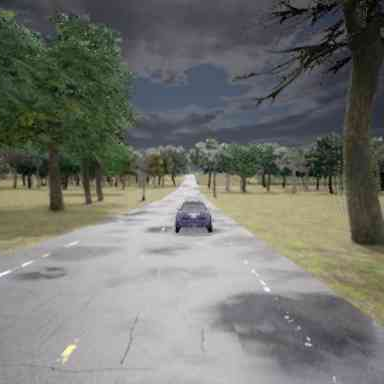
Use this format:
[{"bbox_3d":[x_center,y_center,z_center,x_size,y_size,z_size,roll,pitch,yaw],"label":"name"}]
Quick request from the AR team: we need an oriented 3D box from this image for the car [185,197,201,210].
[{"bbox_3d":[0.100,1.365,40.550,1.812,1.442,4.674,0,1,0],"label":"car"}]

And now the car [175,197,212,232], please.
[{"bbox_3d":[0.098,1.367,20.592,2.097,1.767,4.553,0,0,0],"label":"car"}]
